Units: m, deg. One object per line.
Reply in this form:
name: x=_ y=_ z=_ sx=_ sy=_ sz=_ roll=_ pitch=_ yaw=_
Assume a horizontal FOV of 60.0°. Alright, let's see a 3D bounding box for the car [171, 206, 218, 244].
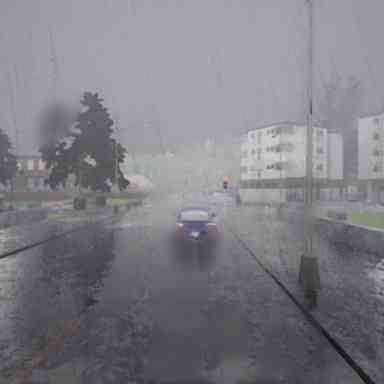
car: x=0.099 y=1.353 z=14.550 sx=1.812 sy=1.442 sz=4.674 roll=0 pitch=1 yaw=0
